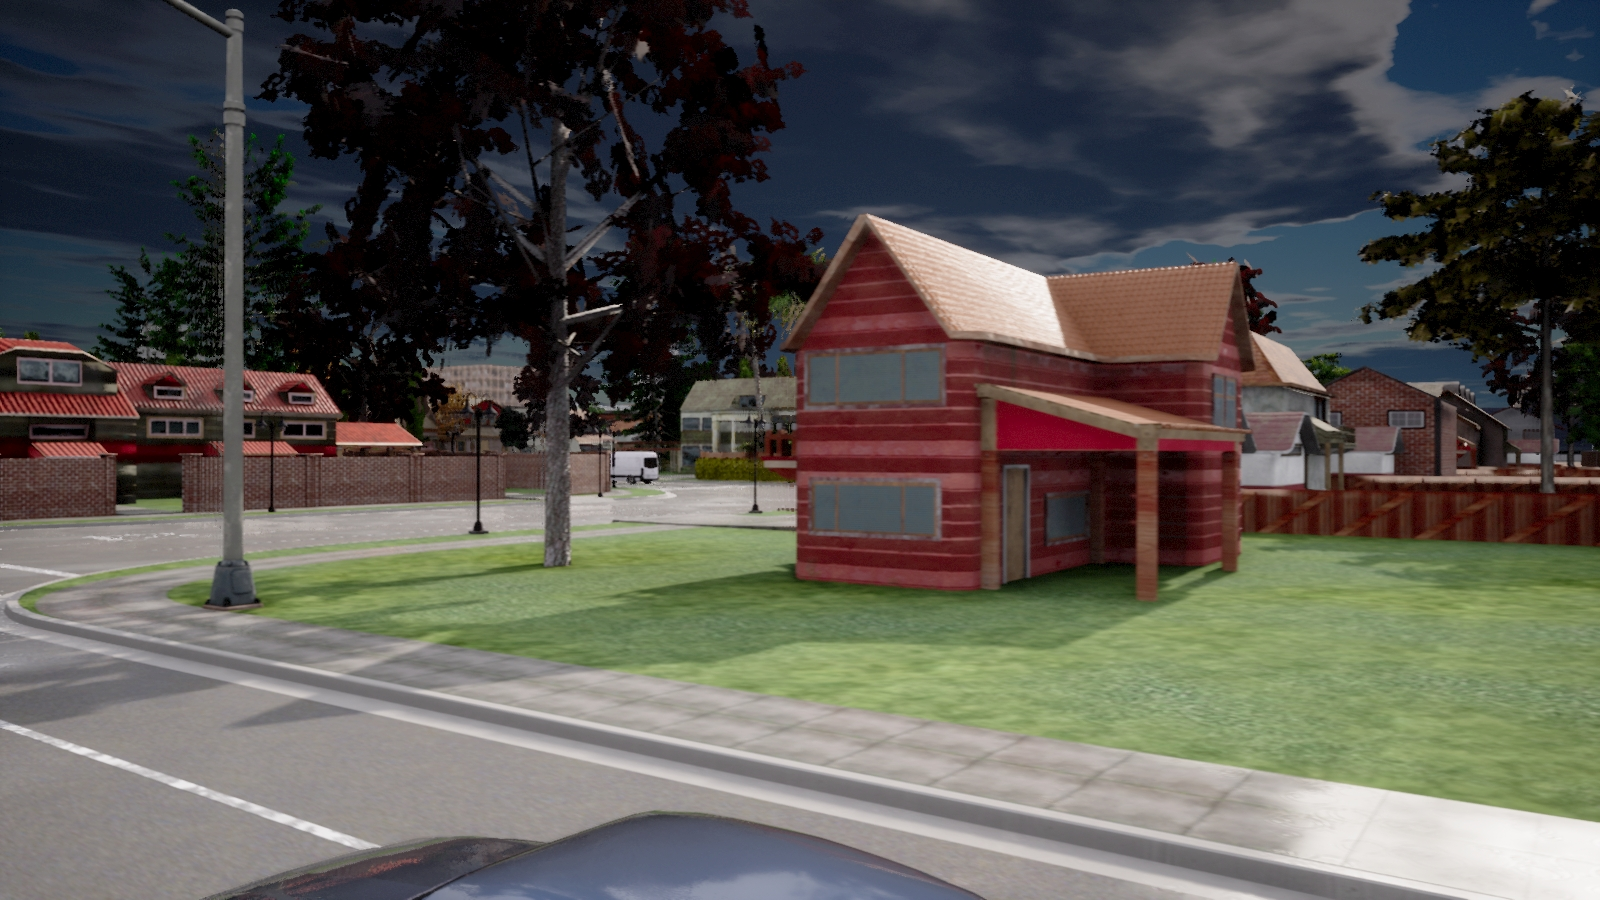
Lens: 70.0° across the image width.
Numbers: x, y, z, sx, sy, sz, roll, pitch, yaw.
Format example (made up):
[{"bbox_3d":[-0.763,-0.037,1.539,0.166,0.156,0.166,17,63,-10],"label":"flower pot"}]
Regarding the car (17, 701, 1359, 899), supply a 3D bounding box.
[{"bbox_3d":[-0.505,2.108,3.978,5.357,1.411,2.033,0,0,37],"label":"car"}]
